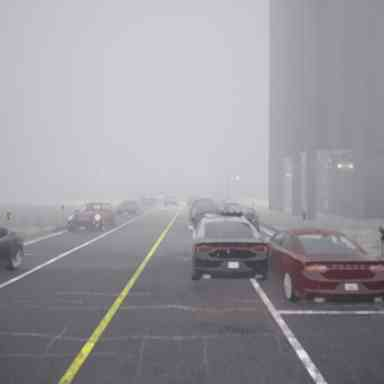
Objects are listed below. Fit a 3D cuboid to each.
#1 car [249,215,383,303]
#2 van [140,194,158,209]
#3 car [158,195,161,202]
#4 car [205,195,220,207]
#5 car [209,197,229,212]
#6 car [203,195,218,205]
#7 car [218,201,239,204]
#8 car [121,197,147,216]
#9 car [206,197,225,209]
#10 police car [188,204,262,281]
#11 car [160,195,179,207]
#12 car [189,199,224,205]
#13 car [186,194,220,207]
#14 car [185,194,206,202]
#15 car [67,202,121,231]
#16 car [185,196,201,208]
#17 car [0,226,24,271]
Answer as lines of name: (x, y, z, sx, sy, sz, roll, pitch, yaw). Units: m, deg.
car: (2.781, 1.506, 8.020, 1.887, 1.381, 4.507, 0, 0, 0)
van: (-5.648, 1.129, 41.886, 1.690, 1.788, 3.998, 0, 0, 0)
car: (-5.600, 1.244, 58.810, 2.008, 1.369, 4.403, 0, 0, 0)
car: (2.893, 1.196, 47.504, 1.967, 1.590, 4.097, 0, 0, 0)
car: (2.862, 1.343, 36.393, 1.752, 1.417, 4.829, 0, 0, 0)
car: (2.910, 1.275, 53.146, 2.008, 1.369, 4.403, 0, 0, 0)
car: (2.813, 1.457, 19.301, 2.008, 1.369, 4.403, 0, 0, 0)
car: (-5.680, 1.415, 30.606, 1.947, 1.339, 4.313, 0, 0, 0)
car: (2.878, 1.338, 41.864, 2.008, 1.369, 4.403, 0, 0, 0)
police car: (0.914, 1.379, 9.870, 1.930, 1.638, 5.238, 0, 0, 0)
car: (-2.903, 1.271, 46.041, 1.837, 1.490, 4.892, 0, 0, 1)
car: (0.891, 1.410, 19.761, 1.837, 1.490, 4.892, 0, 0, 0)
car: (0.820, 1.226, 25.731, 2.097, 1.767, 4.553, 0, 0, 0)
car: (0.751, 1.141, 66.308, 1.882, 1.535, 5.008, 0, 0, 32)
car: (-5.712, 1.347, 19.322, 1.967, 1.590, 4.097, 0, 0, 0)
car: (0.146, 1.311, 46.216, 2.033, 1.411, 5.357, 0, 0, 1)
car: (-5.744, 1.528, 8.042, 1.947, 1.339, 4.313, 0, 0, 0)
